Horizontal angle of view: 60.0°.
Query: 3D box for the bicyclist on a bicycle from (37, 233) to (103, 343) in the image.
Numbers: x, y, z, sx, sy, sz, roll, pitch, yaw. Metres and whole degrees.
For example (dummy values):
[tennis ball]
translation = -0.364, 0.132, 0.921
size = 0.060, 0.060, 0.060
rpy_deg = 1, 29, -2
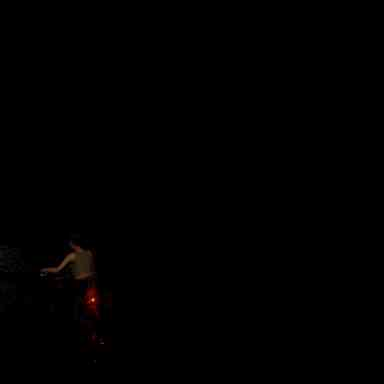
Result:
[bicyclist on a bicycle]
translation = -1.916, 1.452, 5.282
size = 1.509, 1.612, 0.866
rpy_deg = 0, 0, 35
